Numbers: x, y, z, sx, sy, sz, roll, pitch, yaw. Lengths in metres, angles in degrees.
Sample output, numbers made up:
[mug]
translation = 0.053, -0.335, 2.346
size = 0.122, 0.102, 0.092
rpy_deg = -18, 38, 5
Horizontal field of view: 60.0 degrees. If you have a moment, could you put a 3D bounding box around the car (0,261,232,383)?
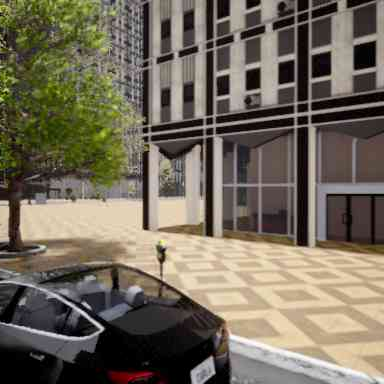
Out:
[car]
translation = -1.601, 1.544, 4.013
size = 4.313, 1.339, 1.947
rpy_deg = 0, 0, 35
